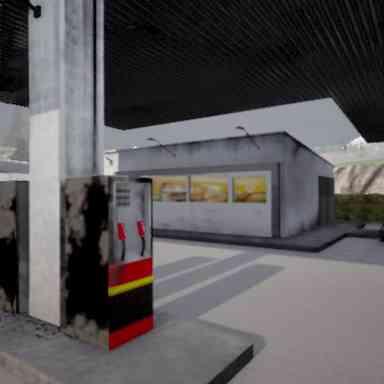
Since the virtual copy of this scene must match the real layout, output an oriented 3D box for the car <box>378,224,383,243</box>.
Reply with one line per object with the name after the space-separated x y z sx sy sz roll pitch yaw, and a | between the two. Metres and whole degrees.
10.173 1.479 13.475 4.611 1.667 2.242 0 0 35 | car
